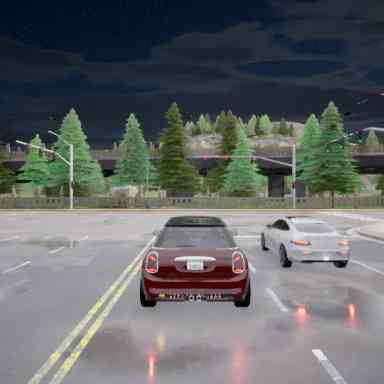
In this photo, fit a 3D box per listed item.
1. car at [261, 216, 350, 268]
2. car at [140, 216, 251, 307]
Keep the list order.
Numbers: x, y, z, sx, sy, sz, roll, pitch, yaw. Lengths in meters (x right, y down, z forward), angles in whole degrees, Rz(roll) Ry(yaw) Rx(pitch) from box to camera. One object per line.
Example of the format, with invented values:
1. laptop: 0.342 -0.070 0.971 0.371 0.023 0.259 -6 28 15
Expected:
1. car: 3.595 1.526 11.183 1.812 1.442 4.674 0 0 0
2. car: 0.078 1.352 8.136 2.097 1.767 4.553 0 0 1
